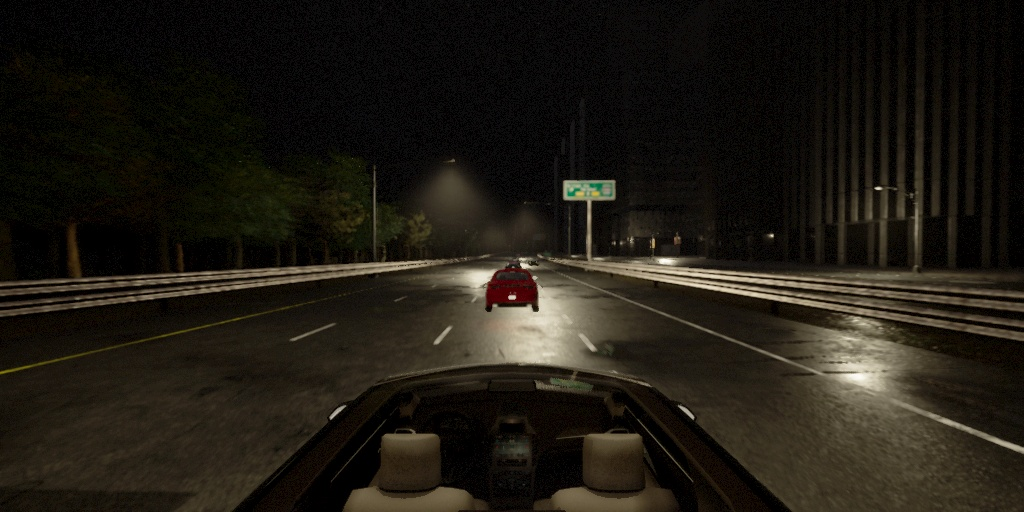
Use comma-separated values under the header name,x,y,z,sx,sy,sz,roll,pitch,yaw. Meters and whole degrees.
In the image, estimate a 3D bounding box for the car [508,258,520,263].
name,x,y,z,sx,sy,sz,roll,pitch,yaw
car,0.183,1.301,44.549,1.994,1.385,4.181,0,0,1

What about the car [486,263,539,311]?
name,x,y,z,sx,sy,sz,roll,pitch,yaw
car,0.015,1.240,14.552,1.882,1.535,5.008,0,0,0
